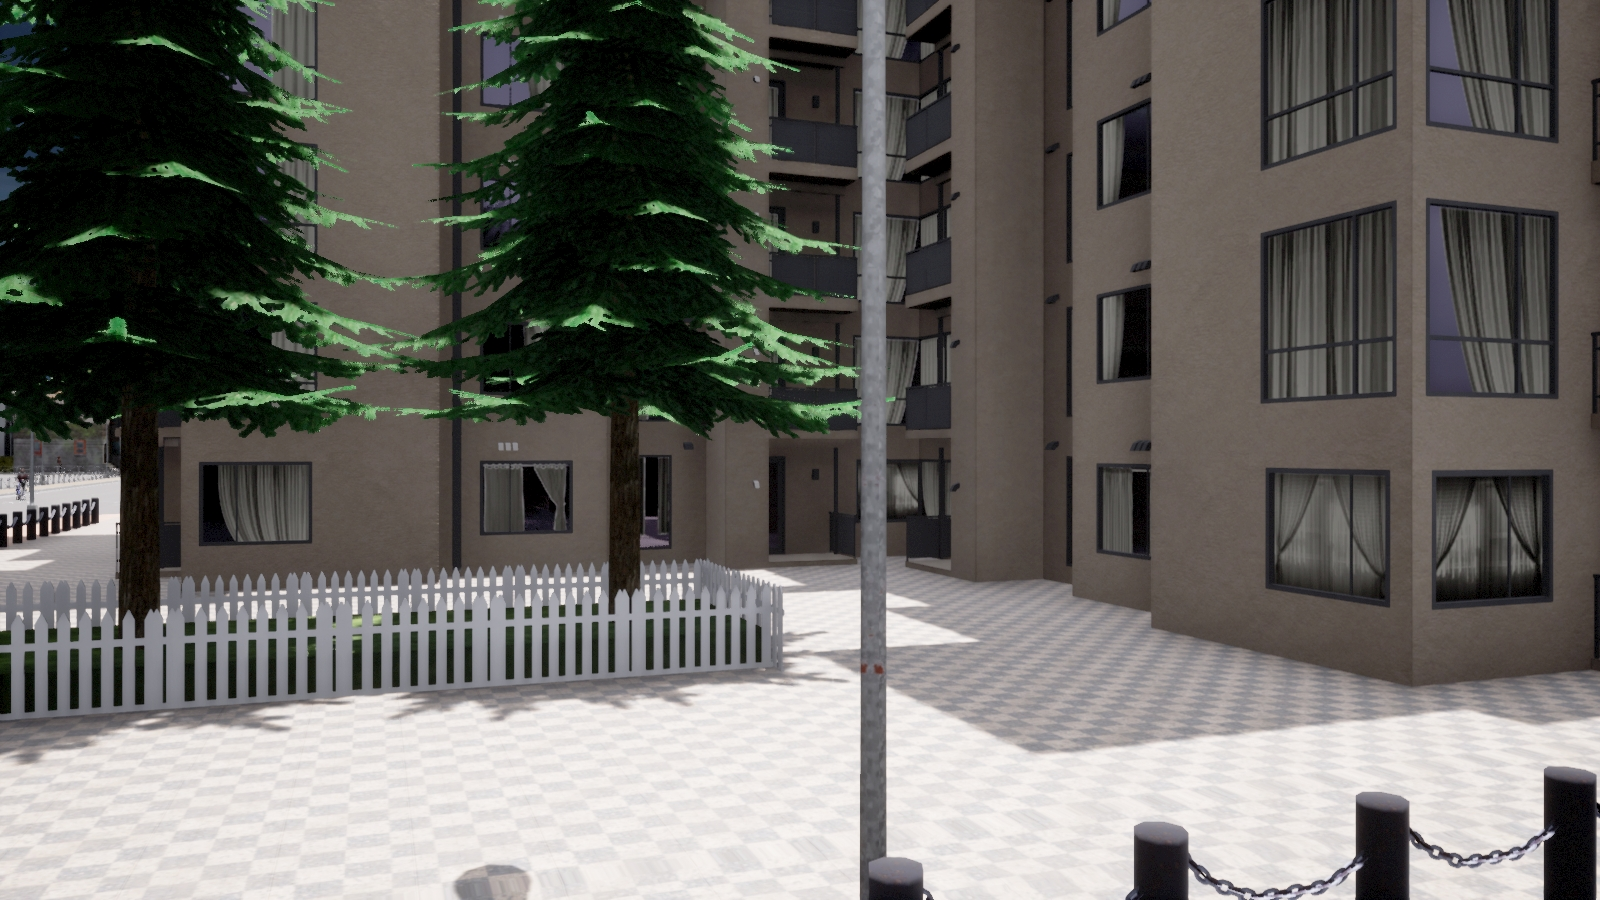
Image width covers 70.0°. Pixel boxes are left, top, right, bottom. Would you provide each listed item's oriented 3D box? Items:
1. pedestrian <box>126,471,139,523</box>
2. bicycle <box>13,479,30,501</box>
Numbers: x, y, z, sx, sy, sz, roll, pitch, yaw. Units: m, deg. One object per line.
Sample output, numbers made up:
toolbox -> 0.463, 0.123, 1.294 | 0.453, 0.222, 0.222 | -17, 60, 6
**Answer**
pedestrian -> -24.028, 1.680, 41.115 | 0.375, 1.860, 0.375 | 0, 0, -33
bicycle -> -42.580, 2.180, 62.484 | 0.329, 1.171, 1.835 | 0, 0, -20
